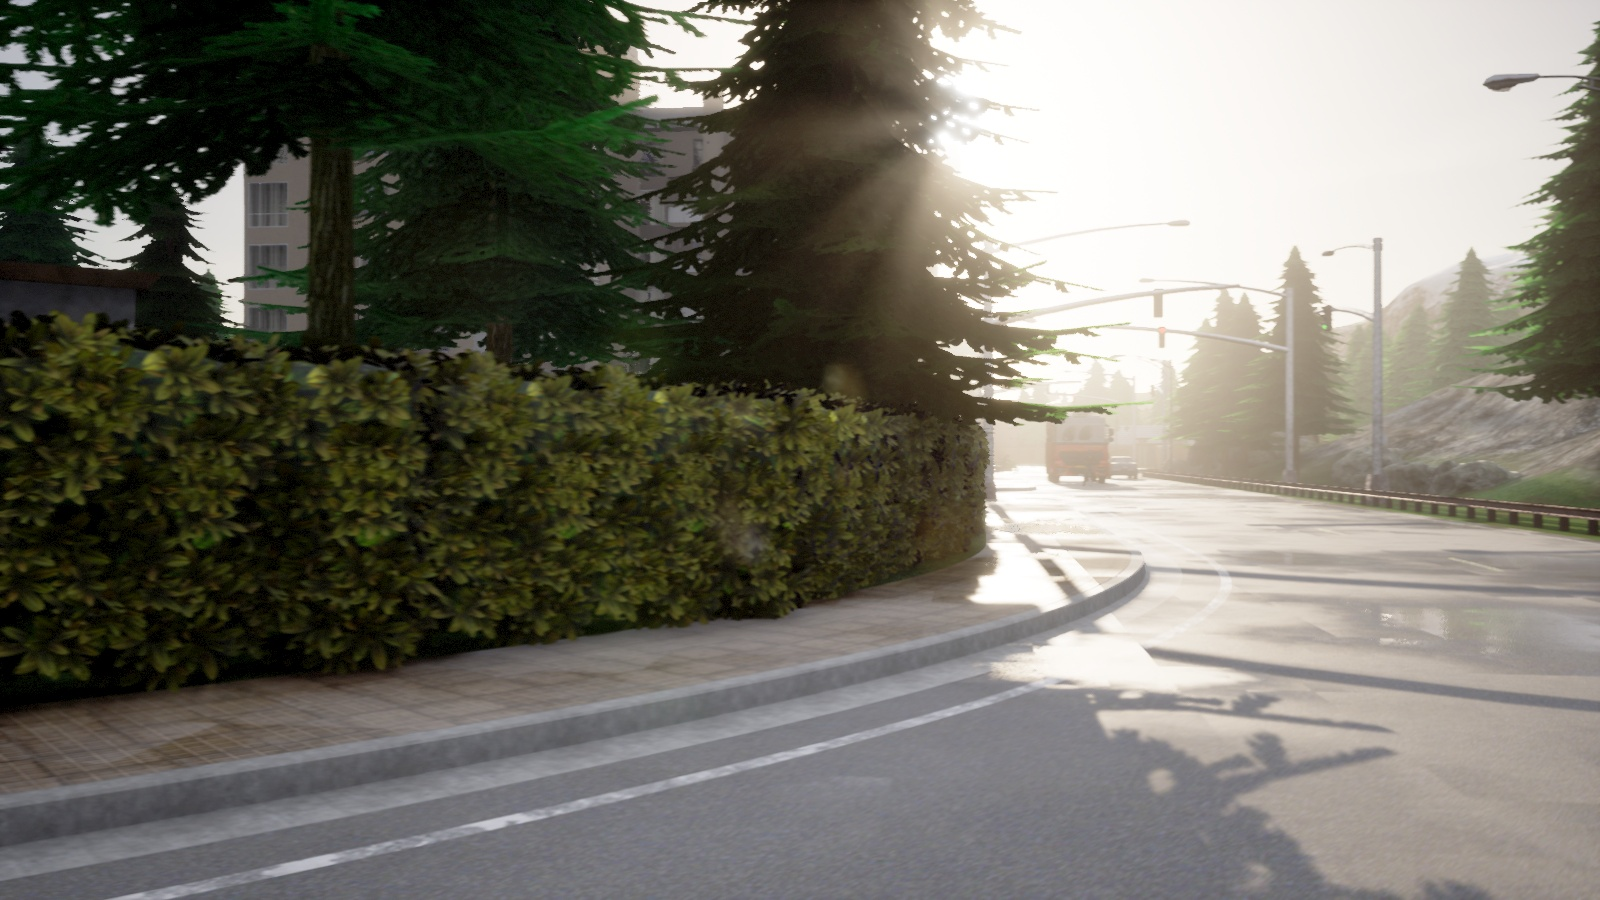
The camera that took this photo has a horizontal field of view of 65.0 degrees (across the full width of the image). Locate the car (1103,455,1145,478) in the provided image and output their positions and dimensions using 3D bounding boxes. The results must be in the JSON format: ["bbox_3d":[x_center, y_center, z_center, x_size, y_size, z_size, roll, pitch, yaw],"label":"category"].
[{"bbox_3d":[20.229,1.017,78.601,2.033,1.411,5.357,0,0,9],"label":"car"}]

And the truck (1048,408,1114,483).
[{"bbox_3d":[15.140,-0.218,68.284,2.891,3.827,8.468,0,0,9],"label":"truck"}]

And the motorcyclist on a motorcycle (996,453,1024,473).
[{"bbox_3d":[16.041,1.010,95.926,2.044,1.523,0.797,0,0,9],"label":"motorcyclist on a motorcycle"}]
